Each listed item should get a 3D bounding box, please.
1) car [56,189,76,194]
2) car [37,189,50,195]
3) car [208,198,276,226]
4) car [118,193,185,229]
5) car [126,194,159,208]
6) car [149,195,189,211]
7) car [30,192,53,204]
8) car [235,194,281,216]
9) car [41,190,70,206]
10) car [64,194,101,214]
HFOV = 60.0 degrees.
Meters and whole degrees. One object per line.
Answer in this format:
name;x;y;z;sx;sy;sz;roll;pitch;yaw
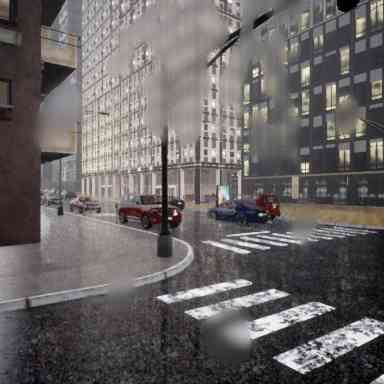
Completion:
car;-19.600;0.515;52.491;1.837;1.490;4.892;0;1;-36
car;-34.996;-0.011;78.108;1.887;1.381;4.507;1;0;-36
car;2.951;1.297;21.560;1.994;1.385;4.181;0;1;-37
car;-2.600;1.008;19.283;2.192;1.841;5.009;2;0;-36
car;-5.648;0.965;37.721;1.947;1.339;4.313;1;0;-36
car;-2.386;1.070;33.234;1.947;1.339;4.313;1;0;-36
car;-18.909;0.752;41.715;1.802;1.307;4.206;2;0;-36
car;4.142;1.027;24.259;2.192;1.841;5.009;1;0;-36
car;-15.648;0.827;37.229;2.008;1.369;4.403;2;0;-36
car;-9.128;1.067;28.257;1.802;1.307;4.206;2;0;-36
